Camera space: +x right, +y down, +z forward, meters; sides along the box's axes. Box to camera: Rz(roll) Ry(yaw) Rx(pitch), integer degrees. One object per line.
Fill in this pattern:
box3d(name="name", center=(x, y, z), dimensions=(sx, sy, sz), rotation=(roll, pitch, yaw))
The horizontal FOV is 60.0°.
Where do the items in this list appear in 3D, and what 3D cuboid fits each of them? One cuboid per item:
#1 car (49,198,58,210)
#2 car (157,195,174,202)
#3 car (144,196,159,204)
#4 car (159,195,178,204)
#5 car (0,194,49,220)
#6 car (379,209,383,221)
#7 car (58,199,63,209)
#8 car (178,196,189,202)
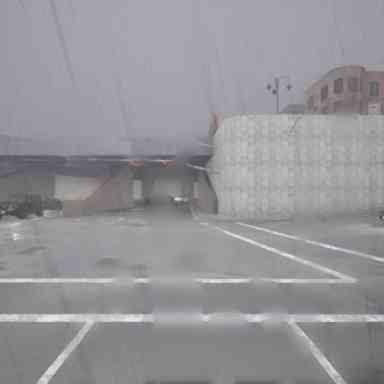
box3d(name="car", center=(-18.621, 1.492, 43.440), dimensions=(2.128, 1.511, 4.902), rotation=(0, 0, -1))
box3d(name="car", center=(-5.967, 1.500, 75.436), dimensions=(1.837, 1.490, 4.892), rotation=(0, 0, 24))
box3d(name="car", center=(-8.112, 1.547, 65.004), dimensions=(2.033, 1.411, 5.357), rotation=(0, 0, 4))
box3d(name="car", center=(-4.591, 1.491, 65.168), dimensions=(2.128, 1.511, 4.902), rotation=(0, 0, 4))
box3d(name="car", center=(-14.690, 1.221, 28.517), dimensions=(2.150, 2.045, 5.566), rotation=(0, 0, -2))
box3d(name="car", center=(12.783, 0.873, 18.231), dimensions=(4.674, 1.442, 1.812), rotation=(-7, 0, -1))
box3d(name="car", center=(-15.103, 1.351, 42.930), dimensions=(2.097, 1.767, 4.553), rotation=(0, 0, -1))
box3d(name="car", center=(-2.287, 1.524, 75.182), dimensions=(1.812, 1.442, 4.674), rotation=(0, 0, 28))
